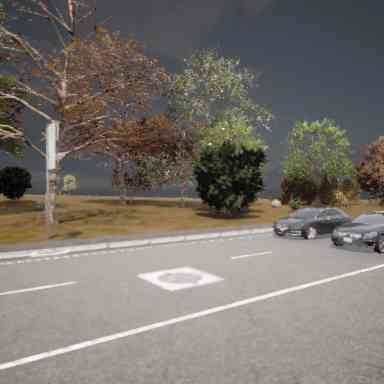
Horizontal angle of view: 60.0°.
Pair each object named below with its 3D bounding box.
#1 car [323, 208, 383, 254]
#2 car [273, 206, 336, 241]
[{"bbox_3d":[7.716,1.533,13.728,4.674,1.442,1.812,0,0,-35],"label":"car"},{"bbox_3d":[6.211,1.513,16.944,4.892,1.490,1.837,0,0,-35],"label":"car"}]
